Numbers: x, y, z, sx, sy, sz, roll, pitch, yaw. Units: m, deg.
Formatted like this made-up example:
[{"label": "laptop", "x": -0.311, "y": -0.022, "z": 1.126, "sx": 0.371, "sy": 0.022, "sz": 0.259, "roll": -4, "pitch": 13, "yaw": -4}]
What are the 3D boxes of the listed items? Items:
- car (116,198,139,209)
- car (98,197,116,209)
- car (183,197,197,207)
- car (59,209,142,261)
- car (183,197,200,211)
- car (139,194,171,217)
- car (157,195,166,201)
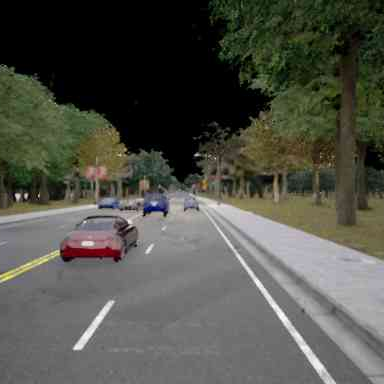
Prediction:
[{"label": "car", "x": -6.739, "y": 1.500, "z": 36.907, "sx": 1.994, "sy": 1.385, "sz": 4.181, "roll": 0, "pitch": 0, "yaw": 0}, {"label": "car", "x": -10.017, "y": 1.413, "z": 40.451, "sx": 1.882, "sy": 1.535, "sz": 5.008, "roll": 0, "pitch": 0, "yaw": 0}, {"label": "car", "x": -0.261, "y": 1.502, "z": 50.338, "sx": 1.994, "sy": 1.385, "sz": 4.181, "roll": 0, "pitch": 0, "yaw": 0}, {"label": "car", "x": -3.171, "y": 1.533, "z": 12.106, "sx": 1.994, "sy": 1.385, "sz": 4.181, "roll": 0, "pitch": 0, "yaw": 0}, {"label": "car", "x": -0.066, "y": 1.483, "z": 39.241, "sx": 2.033, "sy": 1.411, "sz": 5.357, "roll": 0, "pitch": 0, "yaw": 0}, {"label": "car", "x": -3.257, "y": 1.161, "z": 31.090, "sx": 2.150, "sy": 2.045, "sz": 5.566, "roll": 0, "pitch": 0, "yaw": 0}, {"label": "car", "x": -7.107, "y": 1.314, "z": 77.503, "sx": 1.895, "sy": 1.301, "sz": 4.718, "roll": 0, "pitch": 0, "yaw": -1}]
